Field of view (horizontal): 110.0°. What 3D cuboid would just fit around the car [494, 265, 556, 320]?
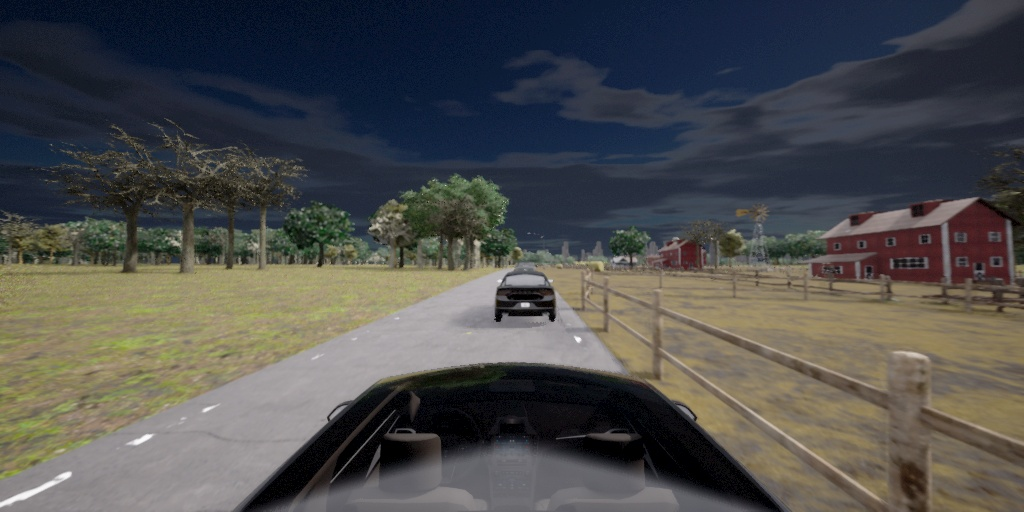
[{"bbox_3d":[0.473,1.253,12.695,1.882,1.535,5.008,0,0,2],"label":"car"}]

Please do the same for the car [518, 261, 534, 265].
[{"bbox_3d":[1.272,1.285,32.843,2.097,1.767,4.553,0,-1,2],"label":"car"}]
